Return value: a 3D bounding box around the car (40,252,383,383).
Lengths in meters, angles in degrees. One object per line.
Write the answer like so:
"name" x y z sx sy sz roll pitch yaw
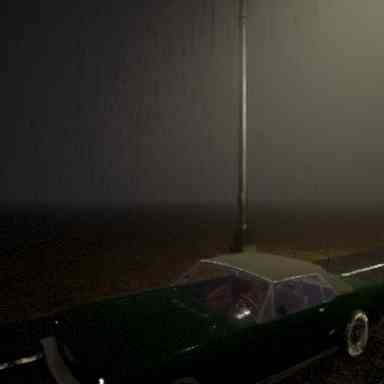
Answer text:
"car" 0.621 1.595 4.435 4.718 1.301 1.895 0 0 -35
